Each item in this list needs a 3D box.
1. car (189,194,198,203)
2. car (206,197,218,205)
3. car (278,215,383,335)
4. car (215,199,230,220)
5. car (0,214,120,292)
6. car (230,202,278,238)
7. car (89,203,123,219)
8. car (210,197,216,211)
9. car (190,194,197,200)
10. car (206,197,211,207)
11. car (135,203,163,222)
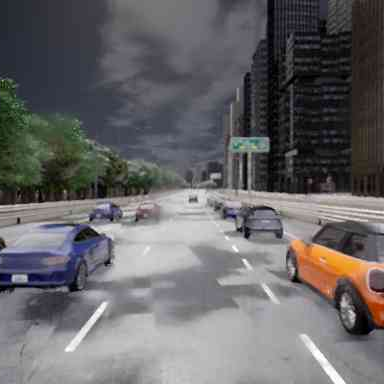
[{"bbox_3d":[0.265,1.482,70.686,1.812,1.442,4.674,0,0,1],"label":"car"},{"bbox_3d":[3.677,1.606,61.837,2.033,1.411,5.357,0,0,1],"label":"car"},{"bbox_3d":[3.497,1.371,6.929,2.097,1.767,4.553,0,0,0],"label":"car"},{"bbox_3d":[3.495,1.568,28.953,2.163,1.488,4.792,0,0,0],"label":"car"},{"bbox_3d":[-3.406,1.550,8.874,1.812,1.442,4.674,0,0,0],"label":"car"},{"bbox_3d":[3.486,1.477,17.952,2.033,1.649,4.856,0,0,0],"label":"car"},{"bbox_3d":[-6.907,1.588,26.872,1.812,1.442,4.674,0,0,0],"label":"car"},{"bbox_3d":[3.531,1.577,39.895,1.837,1.490,4.892,0,0,0],"label":"car"},{"bbox_3d":[0.464,1.293,86.565,1.882,1.535,5.008,0,0,1],"label":"car"},{"bbox_3d":[3.592,1.673,50.896,1.895,1.301,4.718,0,0,0],"label":"car"},{"bbox_3d":[-3.406,1.588,26.814,1.812,1.442,4.674,0,0,0],"label":"car"}]
